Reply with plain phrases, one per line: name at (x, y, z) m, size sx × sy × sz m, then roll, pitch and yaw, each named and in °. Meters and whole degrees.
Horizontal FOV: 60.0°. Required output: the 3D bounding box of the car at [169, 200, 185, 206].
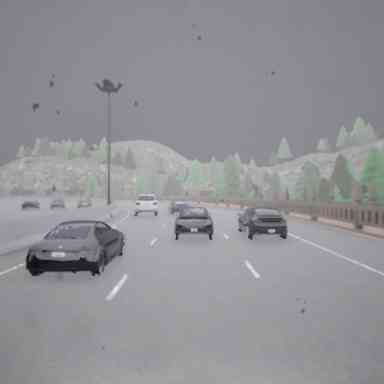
car at (-1.435, 1.565, 35.404) m, size 1.812 × 1.442 × 4.674 m, roll 0°, pitch 0°, yaw -9°

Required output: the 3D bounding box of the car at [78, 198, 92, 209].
car at (-15.209, 1.585, 47.296) m, size 2.128 × 1.511 × 4.902 m, roll 0°, pitch 0°, yaw -18°

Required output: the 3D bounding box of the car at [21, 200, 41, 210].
car at (-21.824, 1.698, 45.164) m, size 1.895 × 1.301 × 4.718 m, roll 0°, pitch 0°, yaw -18°

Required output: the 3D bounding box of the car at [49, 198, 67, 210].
car at (-18.408, 1.597, 45.846) m, size 1.837 × 1.490 × 4.892 m, roll 0°, pitch 0°, yaw -18°

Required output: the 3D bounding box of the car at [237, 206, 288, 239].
car at (3.563, 1.514, 17.461) m, size 1.837 × 1.490 × 4.892 m, roll 0°, pitch 0°, yaw -1°

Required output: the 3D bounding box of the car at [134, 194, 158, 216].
car at (-4.629, 1.259, 33.606) m, size 2.150 × 2.045 × 5.566 m, roll 0°, pitch 0°, yaw -8°

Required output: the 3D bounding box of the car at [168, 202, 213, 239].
car at (0.063, 1.501, 17.369) m, size 2.128 × 1.511 × 4.902 m, roll 0°, pitch 0°, yaw -1°

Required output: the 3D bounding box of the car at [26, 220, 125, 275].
car at (-3.406, 1.567, 10.493) m, size 1.994 × 1.385 × 4.181 m, roll 0°, pitch 0°, yaw 0°
